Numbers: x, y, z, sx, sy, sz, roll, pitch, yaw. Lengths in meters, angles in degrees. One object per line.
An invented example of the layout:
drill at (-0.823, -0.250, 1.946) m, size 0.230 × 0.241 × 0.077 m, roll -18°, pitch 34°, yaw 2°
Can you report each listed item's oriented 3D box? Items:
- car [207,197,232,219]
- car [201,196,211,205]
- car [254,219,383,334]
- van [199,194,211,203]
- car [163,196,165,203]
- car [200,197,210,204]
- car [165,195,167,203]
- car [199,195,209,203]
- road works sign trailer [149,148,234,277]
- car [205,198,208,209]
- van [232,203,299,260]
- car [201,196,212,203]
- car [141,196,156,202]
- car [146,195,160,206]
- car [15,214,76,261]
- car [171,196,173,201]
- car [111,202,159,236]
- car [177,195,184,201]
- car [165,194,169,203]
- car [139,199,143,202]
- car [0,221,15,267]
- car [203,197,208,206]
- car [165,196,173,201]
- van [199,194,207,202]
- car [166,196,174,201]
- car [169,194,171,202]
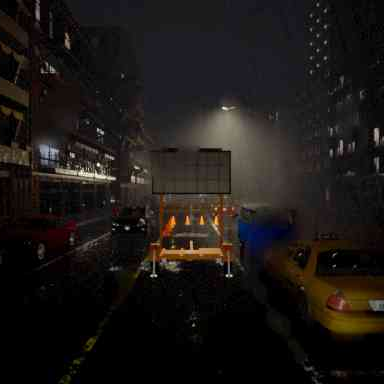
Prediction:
car at (2.637, 1.453, 28.817) m, size 1.967 × 1.590 × 4.097 m, roll 0°, pitch 0°, yaw 0°
car at (2.582, 1.576, 62.146) m, size 1.752 × 1.417 × 4.829 m, roll 0°, pitch 0°, yaw 0°
car at (2.674, 1.526, 6.881) m, size 1.752 × 1.417 × 4.829 m, roll 0°, pitch 0°, yaw 0°
van at (2.591, 1.383, 56.451) m, size 1.690 × 1.788 × 3.998 m, roll 0°, pitch 0°, yaw 0°
car at (-5.779, 1.586, 50.911) m, size 2.008 × 1.369 × 4.403 m, roll 0°, pitch 0°, yaw 0°
car at (2.574, 1.625, 67.504) m, size 1.947 × 1.339 × 4.313 m, roll 0°, pitch 0°, yaw 0°
car at (-5.788, 1.593, 56.437) m, size 2.008 × 1.369 × 4.403 m, roll 0°, pitch 0°, yaw 0°
car at (2.563, 1.509, 73.030) m, size 1.967 × 1.590 × 4.097 m, roll 0°, pitch 0°, yaw 0°
road works sign trailer at (-0.018, 0.466, 10.231) m, size 2.380 × 3.560 × 2.880 m, roll 0°, pitch 0°, yaw 0°
car at (2.628, 1.543, 34.514) m, size 1.752 × 1.417 × 4.829 m, roll 0°, pitch 0°, yaw 0°
van at (2.664, 1.343, 12.237) m, size 1.690 × 1.788 × 3.998 m, roll 0°, pitch 0°, yaw 0°
car at (2.610, 1.611, 45.397) m, size 1.802 × 1.307 × 4.206 m, roll 0°, pitch 0°, yaw 0°
car at (-5.761, 1.548, 39.688) m, size 1.752 × 1.417 × 4.829 m, roll 0°, pitch 0°, yaw 0°
car at (-5.772, 1.344, 45.384) m, size 2.192 × 1.841 × 5.009 m, roll 0°, pitch 0°, yaw 0°
car at (-5.715, 1.547, 12.223) m, size 1.887 × 1.381 × 4.507 m, roll 0°, pitch 0°, yaw 0°
car at (-5.816, 1.614, 73.017) m, size 1.887 × 1.381 × 4.507 m, roll 0°, pitch 0°, yaw 0°
car at (-3.131, 1.510, 18.478) m, size 1.837 × 1.490 × 4.892 m, roll 0°, pitch 0°, yaw 0°
car at (-3.151, 1.633, 92.192) m, size 1.812 × 1.442 × 4.674 m, roll 0°, pitch 0°, yaw 0°
car at (-5.798, 1.490, 61.963) m, size 1.967 × 1.590 × 4.097 m, roll 0°, pitch 0°, yaw 0°
car at (-5.743, 1.557, 28.804) m, size 1.887 × 1.381 × 4.507 m, roll 0°, pitch 0°, yaw 0°
car at (-5.705, 1.526, 6.528) m, size 1.752 × 1.417 × 4.829 m, roll 0°, pitch 0°, yaw 0°
car at (2.619, 1.605, 39.871) m, size 1.802 × 1.307 × 4.206 m, roll 0°, pitch 0°, yaw 0°
car at (-5.834, 1.672, 84.070) m, size 1.802 × 1.307 × 4.206 m, roll 0°, pitch 0°, yaw 0°
van at (2.553, 1.421, 78.558) m, size 1.690 × 1.788 × 3.998 m, roll 0°, pitch 0°, yaw 0°
car at (-5.843, 1.684, 89.596) m, size 1.802 × 1.307 × 4.206 m, roll 0°, pitch 0°, yaw 0°
car at (-5.807, 1.625, 67.490) m, size 1.947 × 1.339 × 4.313 m, roll 0°, pitch 0°, yaw 0°
